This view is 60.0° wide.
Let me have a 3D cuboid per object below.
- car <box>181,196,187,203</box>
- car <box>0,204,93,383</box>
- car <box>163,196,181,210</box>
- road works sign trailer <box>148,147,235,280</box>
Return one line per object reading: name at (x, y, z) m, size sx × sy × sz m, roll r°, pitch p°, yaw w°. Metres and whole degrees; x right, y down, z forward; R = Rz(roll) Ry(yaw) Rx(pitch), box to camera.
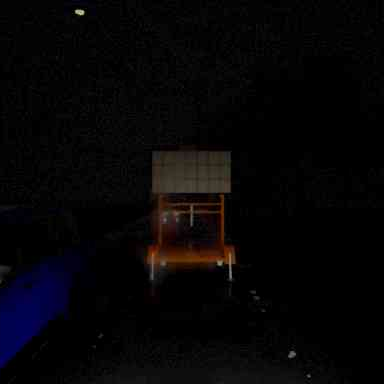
car at (-2.670, 1.963, 89.909) m, size 2.150 × 2.045 × 5.566 m, roll 0°, pitch -1°, yaw 0°
car at (-2.848, 1.224, 3.797) m, size 2.150 × 2.045 × 5.566 m, roll 0°, pitch 0°, yaw 0°
car at (-2.810, 1.636, 44.695) m, size 1.837 × 1.490 × 4.892 m, roll 0°, pitch 0°, yaw 0°
road works sign trailer at (-0.011, 0.471, 9.901) m, size 2.380 × 3.560 × 2.880 m, roll 0°, pitch 0°, yaw 0°
